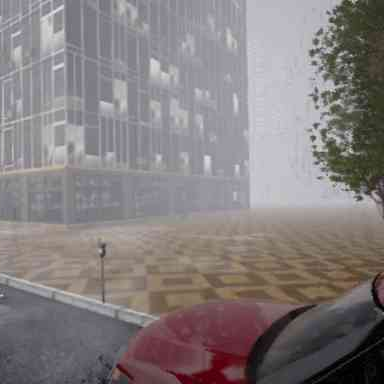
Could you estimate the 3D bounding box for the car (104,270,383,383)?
[{"bbox_3d":[1.682,1.310,1.692,5.009,1.841,2.192,-1,-1,36],"label":"car"}]
